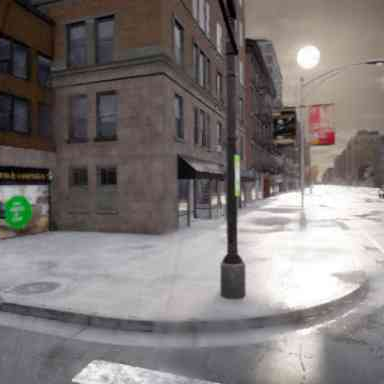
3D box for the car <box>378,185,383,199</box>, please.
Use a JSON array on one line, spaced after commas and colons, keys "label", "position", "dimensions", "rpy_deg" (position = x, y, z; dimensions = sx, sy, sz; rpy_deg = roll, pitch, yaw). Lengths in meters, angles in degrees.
[{"label": "car", "position": [28.460, -0.081, 47.974], "dimensions": [2.150, 2.045, 5.566], "rpy_deg": [0, 1, 20]}]
